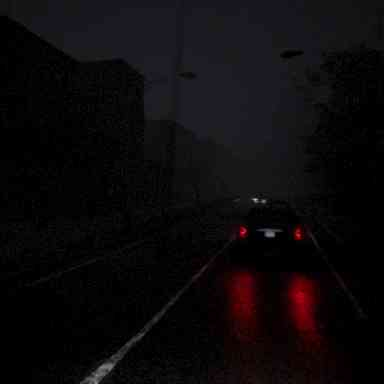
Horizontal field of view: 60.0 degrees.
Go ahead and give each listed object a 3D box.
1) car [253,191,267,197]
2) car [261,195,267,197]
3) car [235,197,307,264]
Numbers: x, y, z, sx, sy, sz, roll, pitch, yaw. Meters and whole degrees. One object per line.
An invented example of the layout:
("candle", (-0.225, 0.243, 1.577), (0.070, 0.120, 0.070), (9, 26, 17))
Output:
("car", (12.322, 0.564, 59.845), (1.994, 1.385, 4.181), (1, 1, 19))
("car", (6.153, 1.236, 24.279), (2.033, 1.411, 5.357), (1, 1, 16))
("car", (2.848, 1.238, 11.778), (2.097, 1.767, 4.553), (1, 1, 15))
